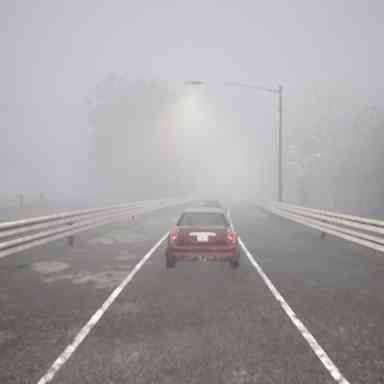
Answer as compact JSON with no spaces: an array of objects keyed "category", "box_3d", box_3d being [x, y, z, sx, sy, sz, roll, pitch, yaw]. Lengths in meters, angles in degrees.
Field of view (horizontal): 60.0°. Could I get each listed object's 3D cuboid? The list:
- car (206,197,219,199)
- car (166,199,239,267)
[{"category":"car","box_3d":[2.181,1.336,34.948,1.837,1.490,4.892,0,1,6]},{"category":"car","box_3d":[0.371,1.301,11.363,2.097,1.767,4.553,0,0,2]}]
